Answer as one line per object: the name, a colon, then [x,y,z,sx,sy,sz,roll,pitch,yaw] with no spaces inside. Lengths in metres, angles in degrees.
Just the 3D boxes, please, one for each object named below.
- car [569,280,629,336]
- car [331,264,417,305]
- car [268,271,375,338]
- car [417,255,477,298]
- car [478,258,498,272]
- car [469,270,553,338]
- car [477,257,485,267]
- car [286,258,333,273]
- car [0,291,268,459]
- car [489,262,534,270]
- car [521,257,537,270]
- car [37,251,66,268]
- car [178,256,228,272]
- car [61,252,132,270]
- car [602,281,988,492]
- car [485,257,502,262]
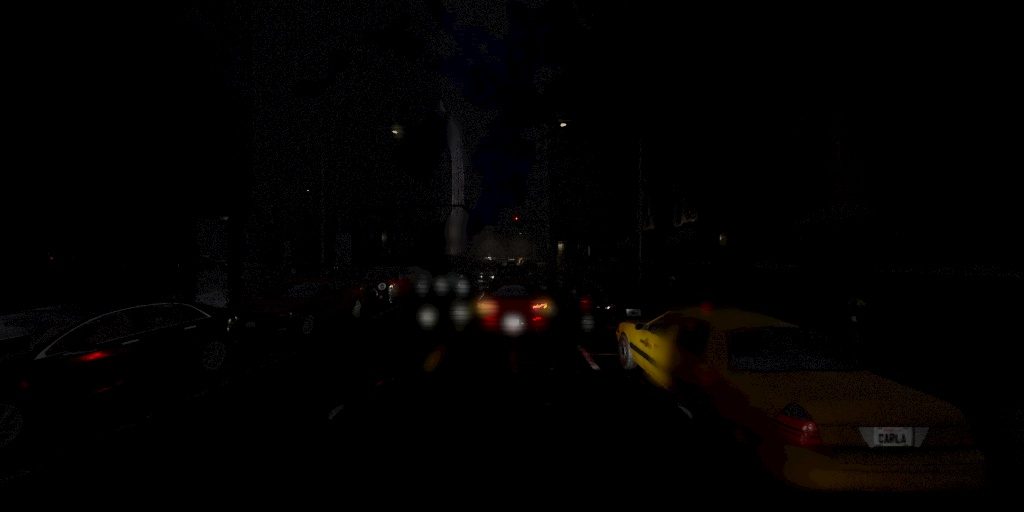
car: [2.754,1.316,10.195,1.948,1.339,4.313,0,0,0]
car: [-5.778,1.191,15.640,1.967,1.591,4.097,0,0,0]
car: [-5.772,1.295,10.183,1.888,1.381,4.507,0,0,0]
car: [-3.265,0.974,18.936,2.150,2.045,5.566,0,0,-2]
car: [-3.153,1.286,47.915,1.812,1.442,4.674,0,0,0]
car: [0.060,1.276,10.028,1.812,1.442,4.674,0,0,0]
car: [-5.830,1.079,58.504,2.192,1.841,5.009,0,0,0]
car: [-17.858,0.937,32.540,4.892,1.490,1.837,1,0,0]
car: [-5.765,1.300,4.726,2.007,1.370,4.403,0,0,0]
car: [-0.002,1.256,18.895,1.837,1.490,4.892,0,0,0]
car: [2.702,1.202,53.077,1.967,1.591,4.097,0,0,0]
car: [-46.774,0.232,35.653,4.553,1.767,2.097,1,0,1]
car: [-27.357,0.752,32.511,4.892,1.490,1.837,1,0,0]
car: [-37.280,0.622,32.486,4.181,1.385,1.994,1,0,-1]
car: [2.760,1.275,4.908,1.751,1.417,4.829,0,0,0]
car: [-3.152,1.328,57.882,1.994,1.385,4.181,0,0,0]
